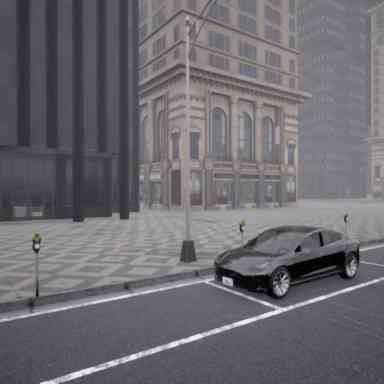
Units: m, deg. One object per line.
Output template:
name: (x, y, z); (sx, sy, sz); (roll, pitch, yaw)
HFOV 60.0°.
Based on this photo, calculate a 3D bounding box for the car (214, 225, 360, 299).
car: (2.546, 1.564, 8.452); (4.313, 1.339, 1.947); (0, 0, -35)
